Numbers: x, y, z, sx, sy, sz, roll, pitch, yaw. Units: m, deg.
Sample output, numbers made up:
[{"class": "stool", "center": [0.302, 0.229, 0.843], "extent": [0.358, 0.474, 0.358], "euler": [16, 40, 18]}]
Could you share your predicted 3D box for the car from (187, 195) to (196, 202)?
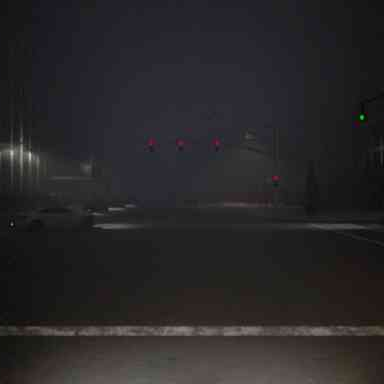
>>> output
[{"class": "car", "center": [-0.125, 1.466, 76.268], "extent": [2.033, 1.411, 5.357], "euler": [0, 0, 0]}]

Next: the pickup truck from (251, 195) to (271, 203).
[{"class": "pickup truck", "center": [13.020, 0.999, 61.498], "extent": [2.390, 2.098, 6.274], "euler": [0, 0, 30]}]

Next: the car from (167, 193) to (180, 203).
[{"class": "car", "center": [-3.608, 1.158, 65.361], "extent": [2.150, 2.045, 5.566], "euler": [0, 0, 0]}]

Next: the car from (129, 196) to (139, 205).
[{"class": "car", "center": [-10.657, 1.434, 59.420], "extent": [2.128, 1.511, 4.902], "euler": [0, 0, 0]}]

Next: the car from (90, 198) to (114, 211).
[{"class": "car", "center": [-10.648, 1.511, 37.184], "extent": [2.033, 1.411, 5.357], "euler": [0, 0, 0]}]

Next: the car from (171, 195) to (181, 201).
[{"class": "car", "center": [-3.625, 1.345, 76.054], "extent": [1.895, 1.301, 4.718], "euler": [0, 0, 0]}]

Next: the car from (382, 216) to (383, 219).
[{"class": "car", "center": [15.114, 1.580, 21.577], "extent": [4.718, 1.301, 1.895], "euler": [0, 0, 0]}]

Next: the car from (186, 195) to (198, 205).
[{"class": "car", "center": [0.004, 1.545, 57.477], "extent": [1.895, 1.301, 4.718], "euler": [0, 0, 0]}]

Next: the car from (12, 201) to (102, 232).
[{"class": "car", "center": [-8.065, 1.506, 19.757], "extent": [4.674, 1.442, 1.812], "euler": [0, 1, -40]}]

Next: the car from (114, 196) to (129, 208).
[{"class": "car", "center": [-10.666, 1.518, 47.058], "extent": [1.994, 1.385, 4.181], "euler": [0, 0, 0]}]
